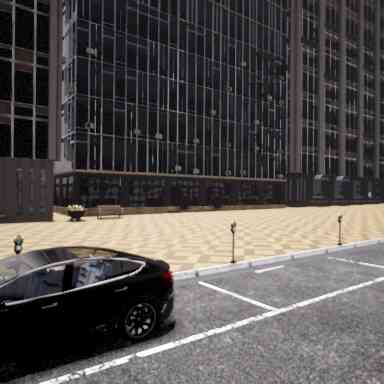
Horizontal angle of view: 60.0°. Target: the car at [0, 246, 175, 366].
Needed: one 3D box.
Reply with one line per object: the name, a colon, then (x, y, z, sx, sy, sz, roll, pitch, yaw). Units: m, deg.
car: (-2.275, 1.567, 4.930, 4.313, 1.339, 1.947, 0, 1, -36)
